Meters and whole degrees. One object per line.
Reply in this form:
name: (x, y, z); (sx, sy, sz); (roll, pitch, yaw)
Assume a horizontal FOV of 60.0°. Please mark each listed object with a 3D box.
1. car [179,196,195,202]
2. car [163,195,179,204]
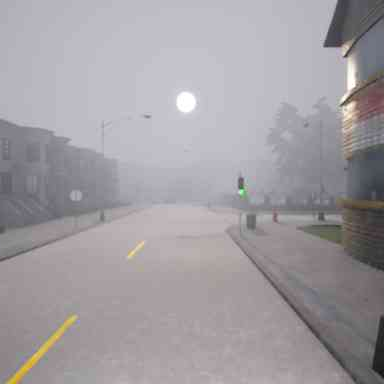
car: (-1.200, 1.619, 77.001); (1.837, 1.490, 4.892); (0, 0, 40)
car: (-4.052, 1.272, 60.772); (2.097, 1.767, 4.553); (0, 0, 1)
